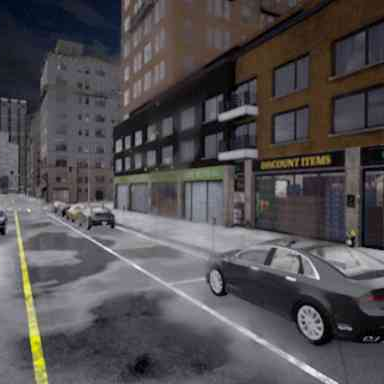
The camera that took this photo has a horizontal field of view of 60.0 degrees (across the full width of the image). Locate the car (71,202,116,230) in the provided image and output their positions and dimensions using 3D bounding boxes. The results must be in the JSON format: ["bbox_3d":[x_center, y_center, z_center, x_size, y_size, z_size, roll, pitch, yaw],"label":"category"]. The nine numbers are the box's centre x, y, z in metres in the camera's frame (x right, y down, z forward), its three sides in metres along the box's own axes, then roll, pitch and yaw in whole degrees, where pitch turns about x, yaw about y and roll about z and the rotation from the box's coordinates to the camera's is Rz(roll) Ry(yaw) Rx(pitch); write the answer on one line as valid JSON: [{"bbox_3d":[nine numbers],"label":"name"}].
[{"bbox_3d":[-6.108,1.567,21.137,2.008,1.369,4.403,-1,0,-28],"label":"car"}]

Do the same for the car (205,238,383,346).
[{"bbox_3d":[1.856,1.560,6.393,2.008,1.369,4.403,-1,0,-28],"label":"car"}]

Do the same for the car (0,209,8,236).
[{"bbox_3d":[-11.197,1.609,18.217,1.895,1.301,4.718,0,0,-28],"label":"car"}]

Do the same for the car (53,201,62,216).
[{"bbox_3d":[-11.418,1.582,30.966,1.947,1.339,4.313,-1,0,-28],"label":"car"}]

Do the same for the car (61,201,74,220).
[{"bbox_3d":[-8.844,1.542,26.201,1.752,1.417,4.829,-1,0,-28],"label":"car"}]
